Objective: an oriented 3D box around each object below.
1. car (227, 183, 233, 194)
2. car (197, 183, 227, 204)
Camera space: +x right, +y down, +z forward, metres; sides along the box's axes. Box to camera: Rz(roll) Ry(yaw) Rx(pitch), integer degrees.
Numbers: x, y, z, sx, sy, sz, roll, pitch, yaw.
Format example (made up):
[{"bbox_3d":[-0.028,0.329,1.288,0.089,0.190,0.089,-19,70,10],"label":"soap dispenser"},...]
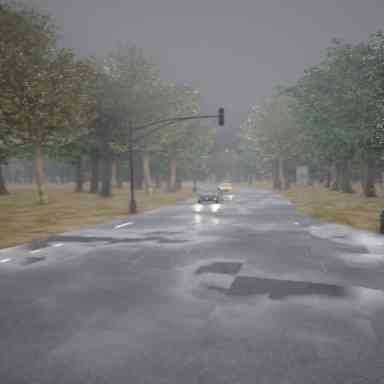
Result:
[{"bbox_3d":[4.767,-0.475,46.751,1.882,1.535,5.008,-1,2,8],"label":"car"},{"bbox_3d":[1.731,0.220,30.021,1.837,1.490,4.892,-1,2,12],"label":"car"}]
